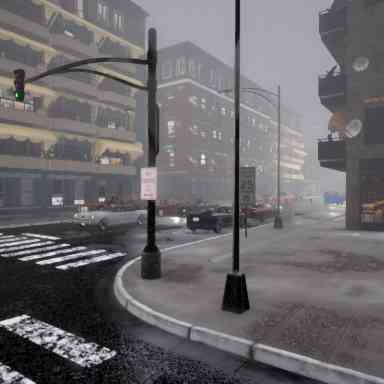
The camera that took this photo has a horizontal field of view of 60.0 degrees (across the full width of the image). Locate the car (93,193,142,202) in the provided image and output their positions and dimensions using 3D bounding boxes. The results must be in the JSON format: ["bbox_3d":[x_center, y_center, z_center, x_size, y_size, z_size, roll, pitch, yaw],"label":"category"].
[{"bbox_3d":[-5.436,1.031,22.821,2.192,1.841,5.009,2,2,35],"label":"car"}]

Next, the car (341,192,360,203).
[{"bbox_3d":[23.831,0.764,49.863,1.887,1.381,4.507,2,2,35],"label":"car"}]

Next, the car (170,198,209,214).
[{"bbox_3d":[0.529,1.203,26.843,1.994,1.385,4.181,1,1,34],"label":"car"}]

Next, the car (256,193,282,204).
[{"bbox_3d":[10.589,0.881,45.606,1.947,1.339,4.313,2,2,35],"label":"car"}]

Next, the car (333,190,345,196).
[{"bbox_3d":[36.233,0.257,82.053,1.802,1.307,4.206,2,2,35],"label":"car"}]

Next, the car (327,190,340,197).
[{"bbox_3d":[33.027,0.337,77.497,1.802,1.307,4.206,2,2,35],"label":"car"}]

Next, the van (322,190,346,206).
[{"bbox_3d":[17.422,0.721,40.748,1.690,1.788,3.998,2,2,35],"label":"van"}]

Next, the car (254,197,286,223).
[{"bbox_3d":[4.598,1.283,22.529,1.802,1.307,4.206,2,2,35],"label":"car"}]

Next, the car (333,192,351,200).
[{"bbox_3d":[25.871,0.696,57.282,1.895,1.301,4.718,1,1,35],"label":"car"}]

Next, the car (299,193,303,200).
[{"bbox_3d":[17.000,0.720,54.718,1.947,1.339,4.313,2,2,35],"label":"car"}]

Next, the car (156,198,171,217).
[{"bbox_3d":[-2.233,1.181,27.383,1.887,1.381,4.507,2,2,35],"label":"car"}]

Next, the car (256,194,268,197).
[{"bbox_3d":[5.782,1.013,34.279,1.837,1.490,4.892,1,1,35],"label":"car"}]

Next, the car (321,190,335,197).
[{"bbox_3d":[29.822,0.379,72.941,1.887,1.381,4.507,2,2,35],"label":"car"}]

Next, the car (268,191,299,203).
[{"bbox_3d":[11.488,0.718,42.339,2.097,1.767,4.553,1,1,36],"label":"car"}]

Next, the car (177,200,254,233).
[{"bbox_3d":[1.392,1.348,17.974,1.947,1.339,4.313,2,2,35],"label":"car"}]

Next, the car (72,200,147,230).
[{"bbox_3d":[-4.565,1.368,19.578,1.895,1.301,4.718,1,1,35],"label":"car"}]
